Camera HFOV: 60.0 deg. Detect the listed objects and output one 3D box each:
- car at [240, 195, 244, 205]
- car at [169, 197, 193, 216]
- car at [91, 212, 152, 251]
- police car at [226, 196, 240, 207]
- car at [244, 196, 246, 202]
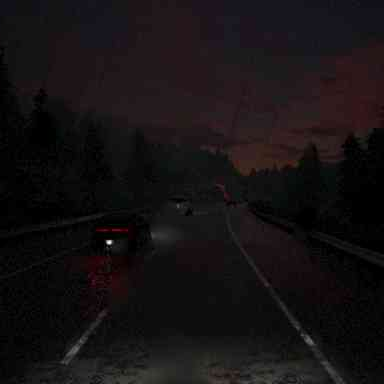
[{"bbox_3d":[10.150,2.064,76.512,2.097,1.767,4.553,0,-1,13],"label":"car"},{"bbox_3d":[-1.150,1.566,37.624,2.150,2.045,5.566,0,-1,7],"label":"car"},{"bbox_3d":[-2.983,1.639,14.861,1.837,1.490,4.892,0,-1,3],"label":"car"},{"bbox_3d":[8.048,2.049,67.067,1.930,1.638,5.238,0,-1,12],"label":"police car"},{"bbox_3d":[11.570,2.293,82.256,1.812,1.442,4.674,0,-1,14],"label":"car"}]
